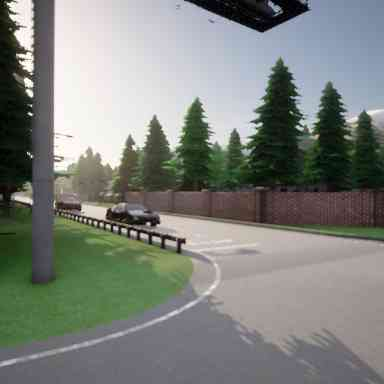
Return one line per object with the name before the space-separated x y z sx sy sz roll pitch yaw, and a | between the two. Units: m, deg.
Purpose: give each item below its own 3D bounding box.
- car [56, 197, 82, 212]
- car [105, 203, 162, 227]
car | -13.299 1.329 35.818 1.882 1.535 5.008 0 0 -32
car | -3.881 1.407 21.008 2.033 1.411 5.357 0 0 -32
